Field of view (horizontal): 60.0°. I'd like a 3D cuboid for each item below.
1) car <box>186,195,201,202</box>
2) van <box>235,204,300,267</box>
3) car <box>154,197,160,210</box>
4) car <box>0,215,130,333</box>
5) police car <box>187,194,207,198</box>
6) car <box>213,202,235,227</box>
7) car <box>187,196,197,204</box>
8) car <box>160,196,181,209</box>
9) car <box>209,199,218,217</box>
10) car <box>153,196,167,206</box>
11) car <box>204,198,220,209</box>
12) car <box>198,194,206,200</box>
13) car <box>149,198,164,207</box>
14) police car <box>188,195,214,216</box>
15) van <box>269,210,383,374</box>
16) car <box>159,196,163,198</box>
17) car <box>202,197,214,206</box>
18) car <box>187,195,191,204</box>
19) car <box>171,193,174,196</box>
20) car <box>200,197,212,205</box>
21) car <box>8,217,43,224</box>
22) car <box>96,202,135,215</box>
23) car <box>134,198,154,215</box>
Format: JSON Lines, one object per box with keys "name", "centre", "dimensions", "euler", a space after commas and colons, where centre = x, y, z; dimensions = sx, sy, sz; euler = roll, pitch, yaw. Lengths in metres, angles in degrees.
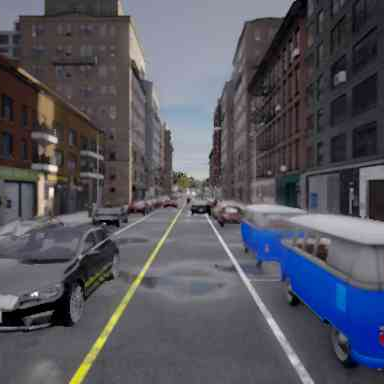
{"name": "car", "centre": [0.352, 1.378, 75.871], "dimensions": [1.812, 1.442, 4.674], "euler": [0, 0, 23]}
{"name": "van", "centre": [2.639, 1.349, 11.185], "dimensions": [1.690, 1.788, 3.998], "euler": [0, 0, 0]}
{"name": "car", "centre": [-5.382, 1.573, 39.597], "dimensions": [2.008, 1.369, 4.403], "euler": [0, 0, 0]}
{"name": "car", "centre": [-2.840, 1.497, 7.123], "dimensions": [2.128, 1.511, 4.902], "euler": [0, 0, 0]}
{"name": "police car", "centre": [0.715, 1.452, 48.501], "dimensions": [1.930, 1.638, 5.238], "euler": [0, 0, -2]}
{"name": "car", "centre": [2.641, 1.596, 22.549], "dimensions": [1.802, 1.307, 4.206], "euler": [0, 0, 0]}
{"name": "car", "centre": [0.009, 1.515, 65.482], "dimensions": [1.882, 1.535, 5.008], "euler": [0, 0, 0]}
{"name": "car", "centre": [-2.834, 1.626, 44.669], "dimensions": [1.895, 1.301, 4.718], "euler": [0, 0, 0]}
{"name": "car", "centre": [2.641, 1.543, 28.402], "dimensions": [1.752, 1.417, 4.829], "euler": [0, 0, 0]}
{"name": "car", "centre": [-5.380, 1.470, 56.644], "dimensions": [1.967, 1.590, 4.097], "euler": [0, 0, 0]}
{"name": "car", "centre": [2.643, 1.570, 45.279], "dimensions": [1.887, 1.381, 4.507], "euler": [0, 0, 0]}
{"name": "car", "centre": [2.713, 1.361, 95.064], "dimensions": [2.192, 1.841, 5.009], "euler": [0, 0, 0]}
{"name": "car", "centre": [-5.381, 1.594, 50.962], "dimensions": [1.947, 1.339, 4.313], "euler": [0, 0, 0]}
{"name": "police car", "centre": [0.829, 1.445, 32.529], "dimensions": [1.930, 1.638, 5.238], "euler": [0, 0, 0]}
{"name": "van", "centre": [2.638, 1.345, 5.503], "dimensions": [1.690, 1.788, 3.998], "euler": [0, 0, 0]}
{"name": "car", "centre": [-5.382, 1.570, 45.280], "dimensions": [1.887, 1.381, 4.507], "euler": [0, 0, 0]}
{"name": "car", "centre": [2.645, 1.576, 56.643], "dimensions": [1.887, 1.381, 4.507], "euler": [0, 0, 0]}
{"name": "car", "centre": [0.724, 1.507, 42.447], "dimensions": [1.882, 1.535, 5.008], "euler": [0, 0, 2]}
{"name": "car", "centre": [-5.379, 1.475, 68.008], "dimensions": [1.967, 1.590, 4.097], "euler": [0, 0, 0]}
{"name": "car", "centre": [2.646, 1.584, 62.326], "dimensions": [2.008, 1.369, 4.403], "euler": [0, 0, 0]}
{"name": "car", "centre": [-5.386, 1.558, 11.185], "dimensions": [2.008, 1.369, 4.403], "euler": [0, 0, 0]}
{"name": "car", "centre": [-5.385, 1.579, 22.550], "dimensions": [1.947, 1.339, 4.313], "euler": [0, 0, 0]}
{"name": "car", "centre": [-5.383, 1.564, 33.915], "dimensions": [1.887, 1.381, 4.507], "euler": [0, 0, 0]}
